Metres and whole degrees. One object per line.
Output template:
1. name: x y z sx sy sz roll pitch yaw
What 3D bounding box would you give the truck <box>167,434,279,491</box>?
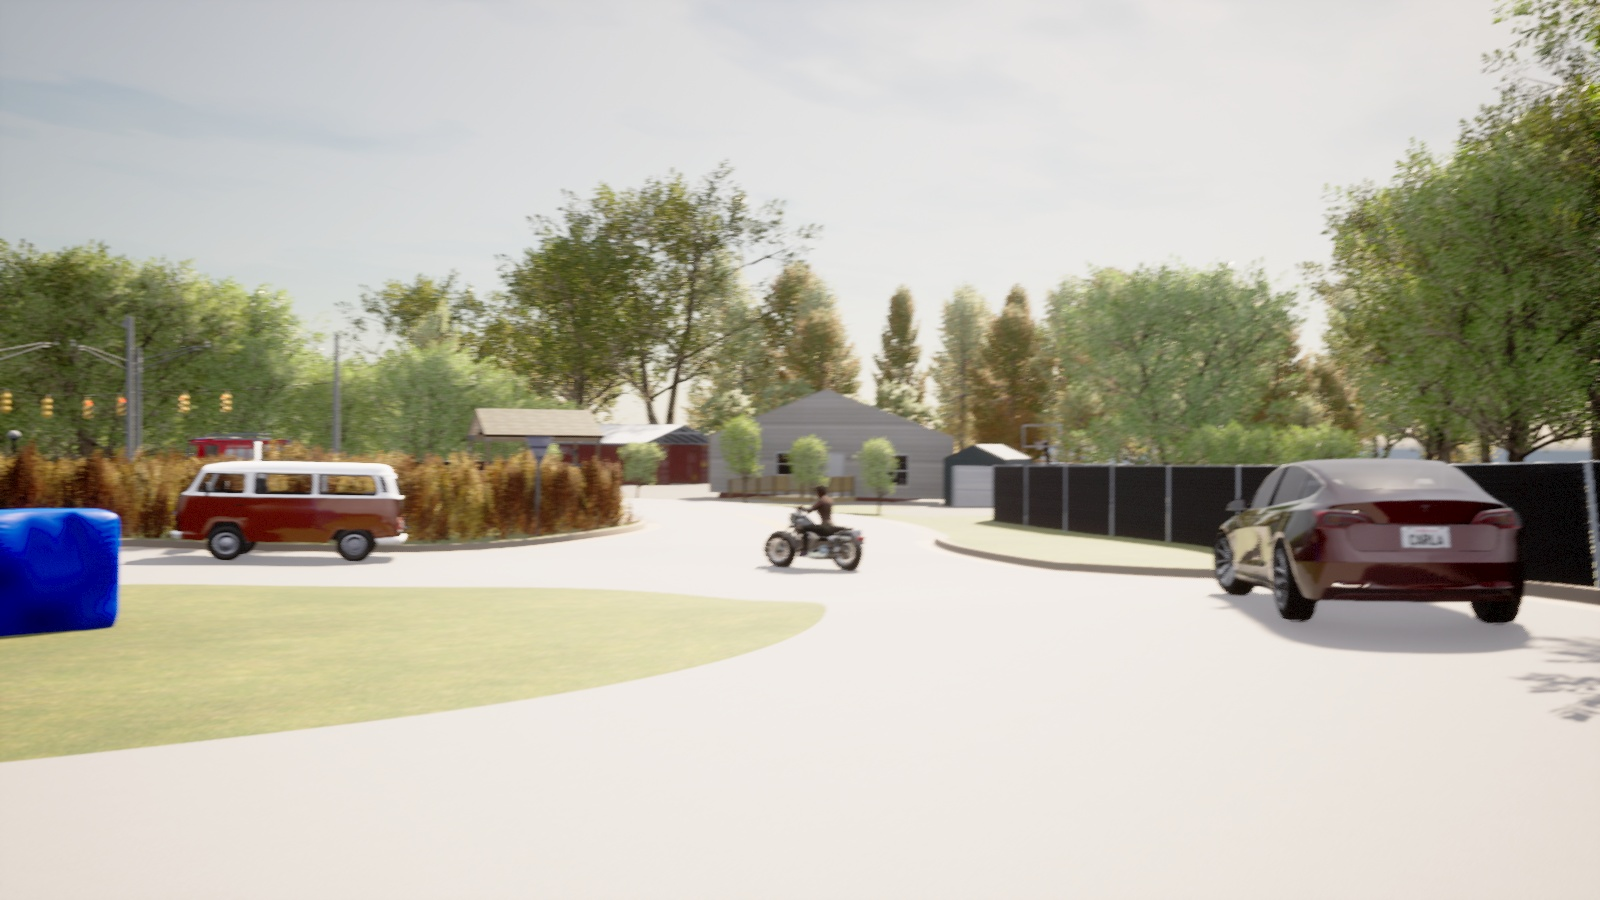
1. truck: -40.223 0.803 87.467 8.468 3.827 2.891 0 1 32

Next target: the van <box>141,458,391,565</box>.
1. van: -10.944 1.271 26.116 4.480 2.038 2.069 2 -1 -15

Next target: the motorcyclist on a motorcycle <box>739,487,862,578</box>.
1. motorcyclist on a motorcycle: -0.013 1.530 23.893 2.350 1.649 0.766 -2 -2 39

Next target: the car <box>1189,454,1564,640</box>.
1. car: 5.414 0.879 12.626 2.163 1.488 4.792 -1 -2 9
